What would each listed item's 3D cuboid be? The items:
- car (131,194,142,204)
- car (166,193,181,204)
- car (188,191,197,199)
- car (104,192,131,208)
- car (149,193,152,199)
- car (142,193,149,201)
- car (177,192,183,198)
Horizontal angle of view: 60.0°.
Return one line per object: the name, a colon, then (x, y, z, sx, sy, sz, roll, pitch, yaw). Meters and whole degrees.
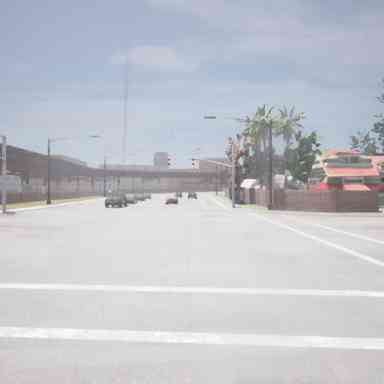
car: (-10.446, 1.284, 56.539, 2.033, 1.411, 5.357, 0, 1, 0)
car: (-3.344, 1.330, 57.131, 1.895, 1.301, 4.718, 0, 1, 0)
car: (0.078, 0.636, 81.018, 2.097, 1.767, 4.553, 0, 1, 0)
car: (-10.510, 1.080, 46.417, 2.150, 2.045, 5.566, 0, 1, 1)
car: (-10.426, 0.894, 76.589, 1.812, 1.442, 4.674, 0, 1, 0)
car: (-10.436, 1.140, 66.257, 1.994, 1.385, 4.181, 0, 1, 0)
car: (-3.418, 0.741, 85.546, 1.994, 1.385, 4.181, 0, 1, 0)
